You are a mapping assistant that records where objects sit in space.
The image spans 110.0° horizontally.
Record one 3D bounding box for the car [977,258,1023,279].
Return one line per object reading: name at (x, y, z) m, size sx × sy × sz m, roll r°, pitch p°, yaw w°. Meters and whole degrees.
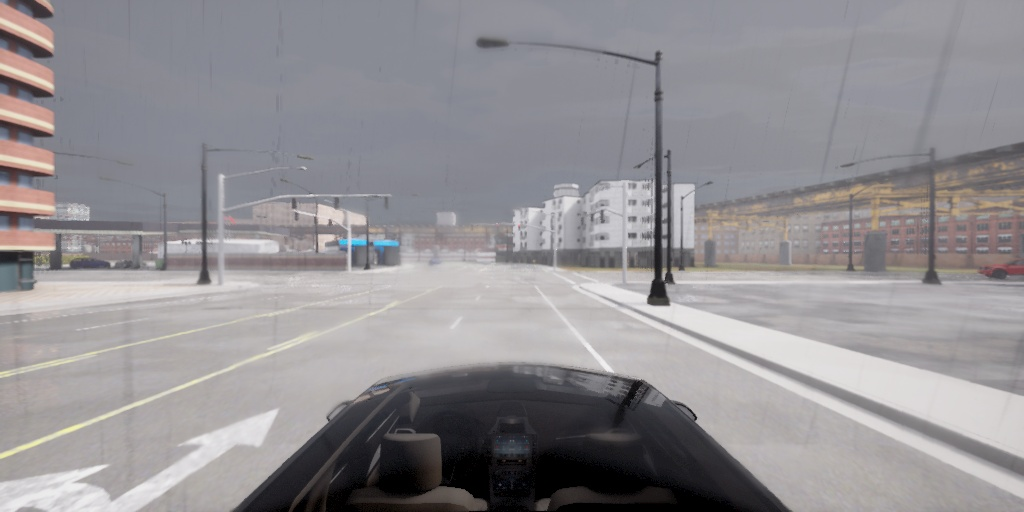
car at (50.051, 1.255, 35.034) m, size 5.566 × 2.045 × 2.150 m, roll 0°, pitch 0°, yaw 39°
